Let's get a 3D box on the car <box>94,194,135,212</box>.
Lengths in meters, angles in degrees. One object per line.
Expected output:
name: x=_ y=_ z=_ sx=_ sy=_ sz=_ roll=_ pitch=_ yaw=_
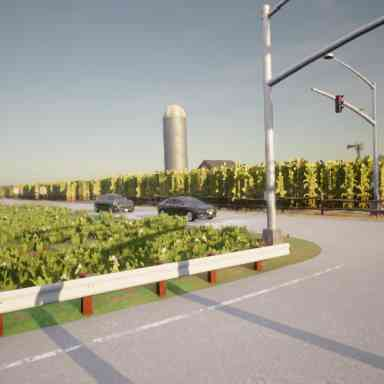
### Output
car: x=-7.070 y=0.967 z=30.048 sx=2.097 sy=1.767 sz=4.553 roll=-3 pitch=2 yaw=-40

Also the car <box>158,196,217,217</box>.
car: x=-0.430 y=1.080 z=22.233 sx=1.837 sy=1.490 sz=4.892 roll=-3 pitch=2 yaw=-40
